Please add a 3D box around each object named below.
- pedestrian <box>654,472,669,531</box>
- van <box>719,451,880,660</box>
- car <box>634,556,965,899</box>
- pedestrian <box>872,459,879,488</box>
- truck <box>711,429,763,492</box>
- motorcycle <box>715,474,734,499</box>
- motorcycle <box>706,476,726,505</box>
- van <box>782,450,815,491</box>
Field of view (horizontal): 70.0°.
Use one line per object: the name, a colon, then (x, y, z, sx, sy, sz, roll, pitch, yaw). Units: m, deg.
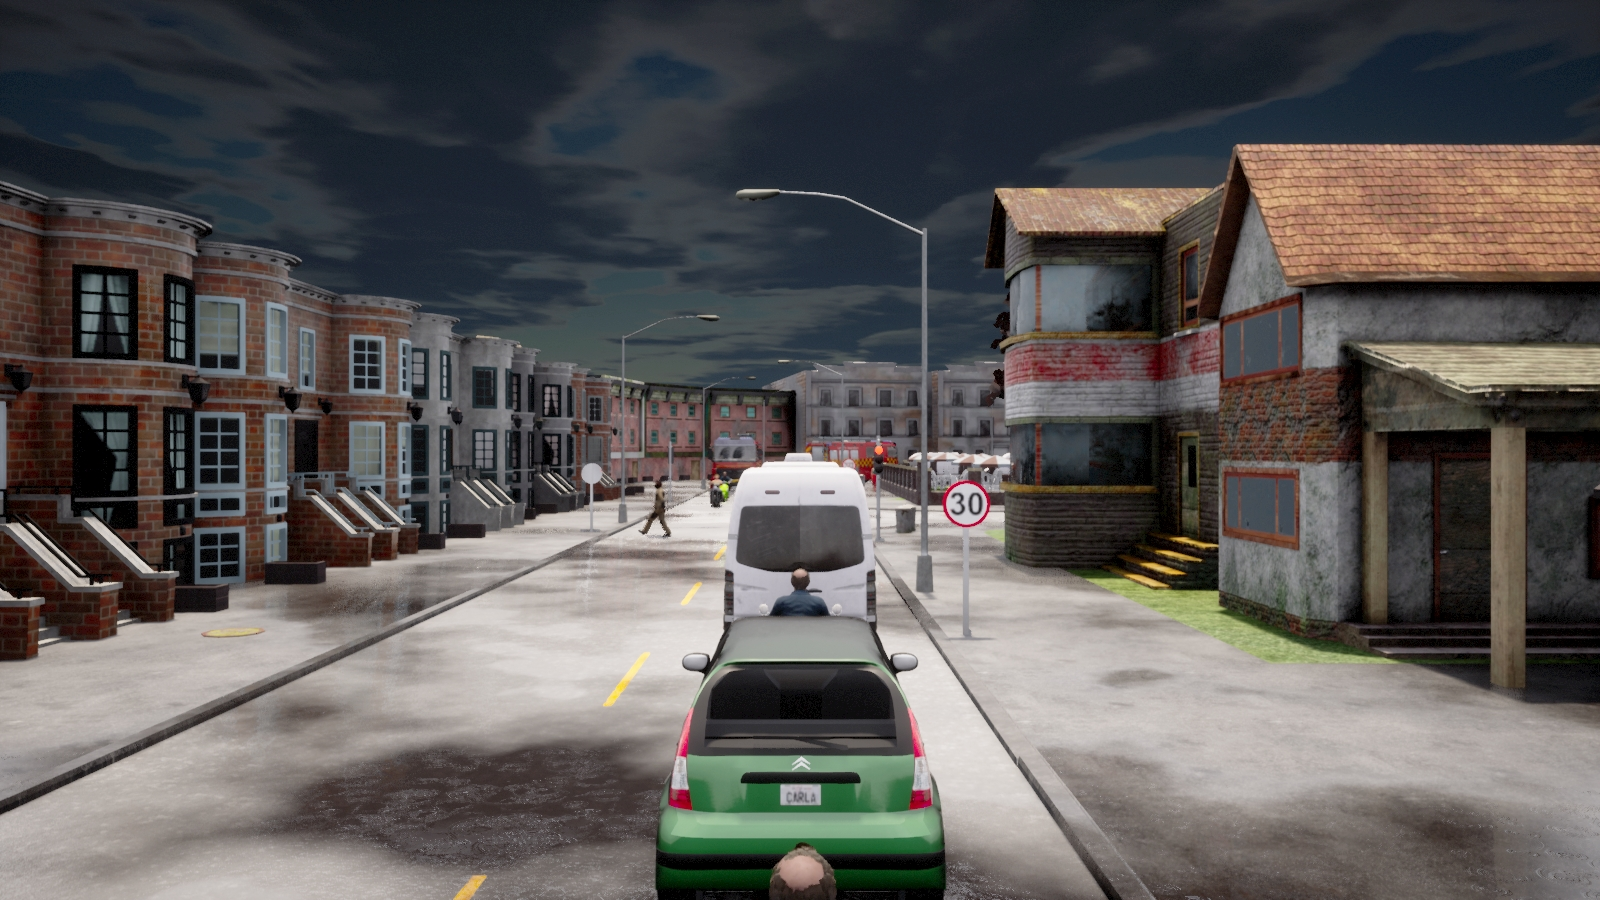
pedestrian: (-4.392, 1.615, 36.135, 0.375, 1.860, 0.375, 0, 0, 11)
van: (-0.006, 1.308, 17.043, 1.988, 2.561, 5.915, 0, 0, 0)
car: (-0.003, 1.776, 8.385, 1.851, 1.617, 3.988, 0, 0, 0)
pedestrian: (4.787, 1.498, 72.381, 0.375, 1.860, 0.375, 0, 0, -10)
truck: (-4.030, 0.643, 74.361, 2.891, 3.827, 8.468, 0, 0, 0)
motorcycle: (-4.011, 1.939, 60.829, 0.856, 1.236, 1.805, 0, 0, 0)
motorcycle: (-4.008, 1.929, 54.752, 0.764, 1.277, 2.356, 0, 0, 0)
van: (-0.073, 1.286, 73.582, 1.988, 2.561, 5.915, 0, 0, 0)
